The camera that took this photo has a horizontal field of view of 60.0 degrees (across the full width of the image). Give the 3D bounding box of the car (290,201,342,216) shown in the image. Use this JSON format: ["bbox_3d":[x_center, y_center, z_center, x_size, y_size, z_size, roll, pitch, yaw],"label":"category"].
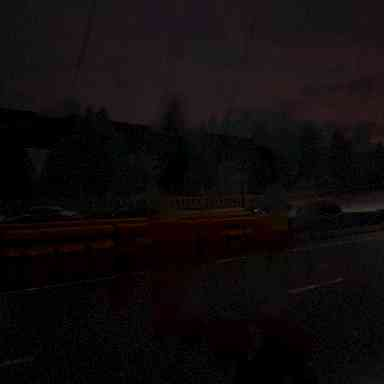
[{"bbox_3d":[10.730,1.431,28.094,4.181,1.385,1.994,-2,1,-34],"label":"car"}]

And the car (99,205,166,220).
[{"bbox_3d":[-3.754,1.491,18.346,4.902,1.511,2.128,0,0,-34],"label":"car"}]

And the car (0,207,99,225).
[{"bbox_3d":[-6.309,1.491,12.391,4.902,1.511,2.128,0,0,-34],"label":"car"}]

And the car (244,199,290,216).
[{"bbox_3d":[6.815,1.434,29.752,4.892,1.490,1.837,-1,1,-34],"label":"car"}]
